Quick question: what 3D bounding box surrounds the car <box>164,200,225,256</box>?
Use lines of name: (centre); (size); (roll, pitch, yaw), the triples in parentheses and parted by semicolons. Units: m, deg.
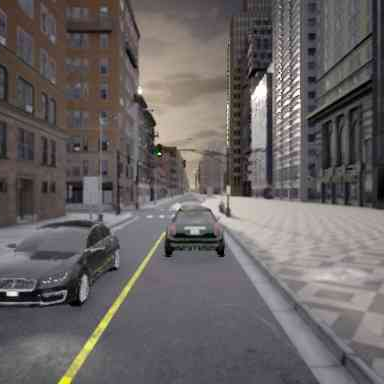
car: (0.101, 1.350, 13.224); (2.097, 1.767, 4.553); (0, 0, 0)

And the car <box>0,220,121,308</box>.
car: (-3.029, 1.506, 8.090); (1.837, 1.490, 4.892); (0, -1, 1)
